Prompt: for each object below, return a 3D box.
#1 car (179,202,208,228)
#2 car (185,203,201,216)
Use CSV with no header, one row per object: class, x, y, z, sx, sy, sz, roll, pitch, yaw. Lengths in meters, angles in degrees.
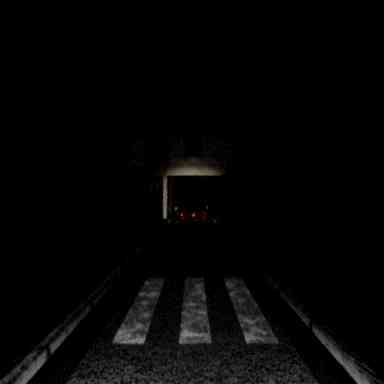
car,0.102,1.658,25.131,2.097,1.767,4.553,0,-1,0
car,0.102,2.253,42.959,1.882,1.535,5.008,0,-2,0
